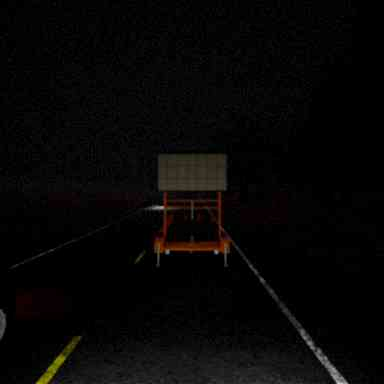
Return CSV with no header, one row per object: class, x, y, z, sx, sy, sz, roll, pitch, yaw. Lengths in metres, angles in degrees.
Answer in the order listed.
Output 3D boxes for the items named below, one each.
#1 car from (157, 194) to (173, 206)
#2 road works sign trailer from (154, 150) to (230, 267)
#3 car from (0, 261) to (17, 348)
car,-3.588,1.046,44.949,2.128,1.511,4.902,0,1,0
road works sign trailer,0.013,0.404,11.208,2.380,3.560,2.880,0,0,1
car,-3.599,1.490,3.193,1.837,1.490,4.892,0,0,0
